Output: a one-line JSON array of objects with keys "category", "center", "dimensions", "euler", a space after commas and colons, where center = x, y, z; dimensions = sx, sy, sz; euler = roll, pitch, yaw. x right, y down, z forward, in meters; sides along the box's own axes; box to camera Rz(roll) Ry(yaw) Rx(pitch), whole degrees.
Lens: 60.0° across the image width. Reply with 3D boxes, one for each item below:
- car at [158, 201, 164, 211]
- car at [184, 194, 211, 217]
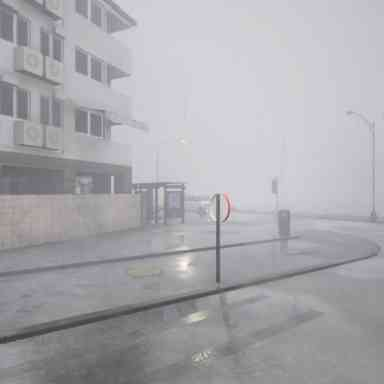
[{"category": "car", "center": [-5.027, 1.526, 39.636], "dimensions": [1.812, 1.442, 4.674], "euler": [0, 0, -35]}, {"category": "car", "center": [0.652, 1.221, 31.642], "dimensions": [2.150, 2.045, 5.566], "euler": [0, 0, -35]}]
